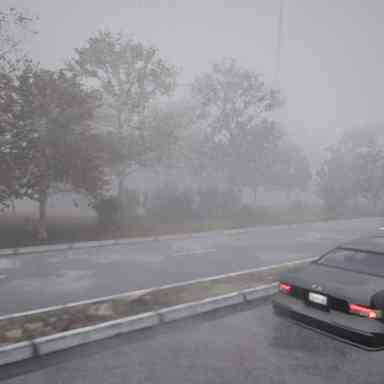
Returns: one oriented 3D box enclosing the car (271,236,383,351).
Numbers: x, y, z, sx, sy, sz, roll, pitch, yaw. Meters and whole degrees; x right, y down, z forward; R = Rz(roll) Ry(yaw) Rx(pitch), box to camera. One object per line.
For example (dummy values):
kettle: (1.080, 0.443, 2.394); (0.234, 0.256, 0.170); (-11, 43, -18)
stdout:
car: (3.822, 1.561, 6.166); (5.357, 1.411, 2.033); (0, 0, -35)
